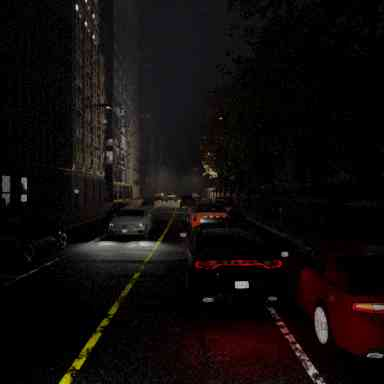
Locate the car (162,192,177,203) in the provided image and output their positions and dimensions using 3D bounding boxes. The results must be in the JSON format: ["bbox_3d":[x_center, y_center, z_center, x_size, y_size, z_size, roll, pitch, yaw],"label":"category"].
[{"bbox_3d":[-4.062,1.086,64.209,2.150,2.045,5.566,0,0,-1],"label":"car"}]

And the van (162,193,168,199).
[{"bbox_3d":[-7.665,1.106,95.049,1.690,1.788,3.998,0,0,-1],"label":"van"}]

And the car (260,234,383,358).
[{"bbox_3d":[2.701,1.544,6.077,1.887,1.381,4.507,0,0,0],"label":"car"}]

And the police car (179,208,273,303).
[{"bbox_3d":[0.739,1.423,8.423,1.930,1.638,5.238,0,0,-3],"label":"police car"}]

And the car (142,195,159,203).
[{"bbox_3d":[-6.551,1.486,50.581,1.802,1.307,4.206,0,0,-1],"label":"car"}]

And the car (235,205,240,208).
[{"bbox_3d":[2.649,1.562,22.735,1.802,1.307,4.206,0,0,-1],"label":"car"}]

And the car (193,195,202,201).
[{"bbox_3d":[1.281,1.374,78.323,2.008,1.369,4.403,0,0,-1],"label":"car"}]

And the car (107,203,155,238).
[{"bbox_3d":[-3.116,1.514,17.605,1.812,1.442,4.674,0,0,0],"label":"car"}]

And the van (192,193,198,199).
[{"bbox_3d":[0.864,1.108,94.997,1.690,1.788,3.998,0,0,-1],"label":"van"}]

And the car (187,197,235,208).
[{"bbox_3d":[0.906,1.338,18.350,2.097,1.767,4.553,0,0,0],"label":"car"}]

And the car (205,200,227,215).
[{"bbox_3d":[2.397,1.535,33.860,1.802,1.307,4.206,0,0,-1],"label":"car"}]

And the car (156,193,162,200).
[{"bbox_3d":[-7.107,1.154,72.813,2.192,1.841,5.009,0,0,-1],"label":"car"}]

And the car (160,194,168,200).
[{"bbox_3d":[-7.527,1.336,89.490,2.008,1.369,4.403,0,0,-1],"label":"car"}]

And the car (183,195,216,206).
[{"bbox_3d":[0.696,1.328,24.399,2.097,1.767,4.553,0,0,1],"label":"car"}]

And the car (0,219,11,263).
[{"bbox_3d":[-5.824,1.314,6.033,2.192,1.841,5.009,0,0,0],"label":"car"}]

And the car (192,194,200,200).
[{"bbox_3d":[1.003,1.227,89.440,1.967,1.590,4.097,0,0,-1],"label":"car"}]

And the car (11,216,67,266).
[{"bbox_3d":[-5.817,1.561,11.595,1.947,1.339,4.313,0,0,0],"label":"car"}]

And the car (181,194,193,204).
[{"bbox_3d":[-0.945,1.231,59.606,2.097,1.767,4.553,0,0,-1],"label":"car"}]

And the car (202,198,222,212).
[{"bbox_3d":[2.257,1.488,39.417,2.008,1.369,4.403,0,0,-1],"label":"car"}]

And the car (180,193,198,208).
[{"bbox_3d":[-0.598,1.269,46.379,2.097,1.767,4.553,0,0,-1],"label":"car"}]

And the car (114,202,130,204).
[{"bbox_3d":[-5.993,1.532,28.341,1.947,1.339,4.313,0,0,-1],"label":"car"}]
